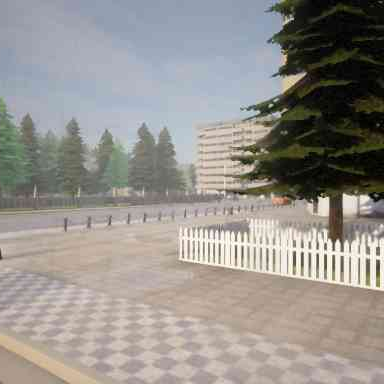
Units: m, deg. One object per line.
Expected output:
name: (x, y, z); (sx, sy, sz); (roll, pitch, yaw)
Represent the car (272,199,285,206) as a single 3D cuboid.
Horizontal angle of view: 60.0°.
car: (15.370, 1.352, 56.721); (2.097, 1.767, 4.553); (0, 0, 36)
